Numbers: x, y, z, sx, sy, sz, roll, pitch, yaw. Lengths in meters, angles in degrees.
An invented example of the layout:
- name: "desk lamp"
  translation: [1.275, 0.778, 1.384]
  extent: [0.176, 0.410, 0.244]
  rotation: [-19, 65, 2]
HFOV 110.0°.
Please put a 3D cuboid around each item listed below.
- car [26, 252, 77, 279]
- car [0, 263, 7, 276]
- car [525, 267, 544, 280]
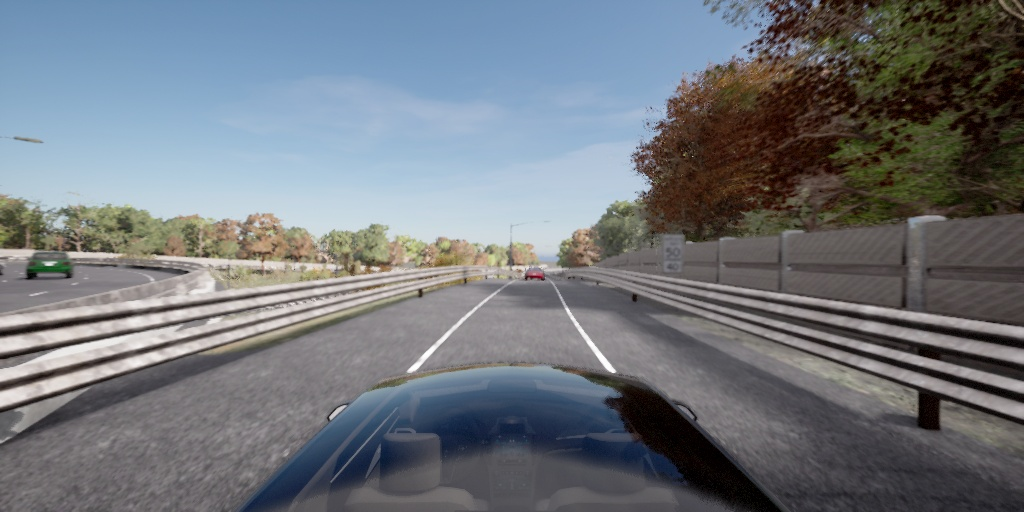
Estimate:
- name: "car"
  translation: [-36.039, 0.693, 28.100]
  extent: [5.566, 2.045, 2.150]
  rotation: [0, 0, 41]
- name: "car"
  translation: [-41.466, 0.911, 28.049]
  extent: [4.902, 1.511, 2.128]
  rotation: [0, 0, 39]
- name: "car"
  translation: [2.434, 1.883, 38.756]
  extent: [1.994, 1.385, 4.181]
  rotation: [1, -3, 5]
